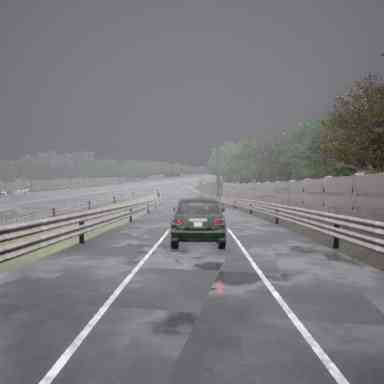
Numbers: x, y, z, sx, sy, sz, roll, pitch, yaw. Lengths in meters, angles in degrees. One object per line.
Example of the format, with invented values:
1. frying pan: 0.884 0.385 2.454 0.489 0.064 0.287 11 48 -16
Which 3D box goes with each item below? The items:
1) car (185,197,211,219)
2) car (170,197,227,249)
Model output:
1. car: 0.468 1.333 29.607 2.097 1.767 4.553 0 0 0
2. car: 0.297 1.243 14.584 2.150 2.045 5.566 0 0 2
